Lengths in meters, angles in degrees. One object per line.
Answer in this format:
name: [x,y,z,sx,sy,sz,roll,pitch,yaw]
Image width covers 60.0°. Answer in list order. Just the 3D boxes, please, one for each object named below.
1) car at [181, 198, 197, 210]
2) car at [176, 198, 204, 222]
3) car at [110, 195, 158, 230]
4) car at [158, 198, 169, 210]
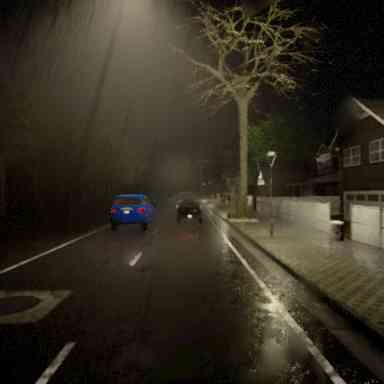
car: [-0.370,1.471,41.400,1.994,1.385,4.181,0,0,-1]
car: [-0.187,1.452,25.767,1.837,1.490,4.892,0,0,-1]
car: [-3.629,1.192,21.021,2.150,2.045,5.566,0,0,-1]
car: [-3.856,1.413,40.515,2.128,1.511,4.902,0,0,-1]
